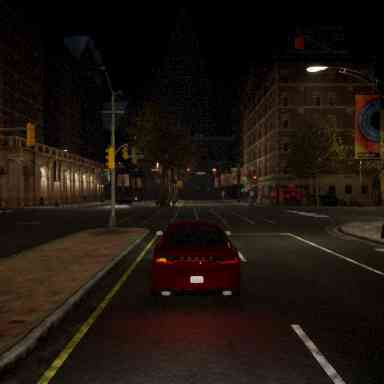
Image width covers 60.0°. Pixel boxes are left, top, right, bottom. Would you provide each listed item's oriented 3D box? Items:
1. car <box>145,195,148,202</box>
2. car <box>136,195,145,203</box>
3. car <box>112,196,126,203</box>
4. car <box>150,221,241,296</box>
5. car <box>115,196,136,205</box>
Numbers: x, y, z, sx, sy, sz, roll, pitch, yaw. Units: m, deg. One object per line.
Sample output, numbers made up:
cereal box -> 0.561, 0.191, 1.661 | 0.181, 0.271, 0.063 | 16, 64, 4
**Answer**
car -> -11.773, 1.477, 79.292 | 1.882, 1.535, 5.008 | 0, 0, 0
car -> -11.737, 1.540, 68.813 | 2.033, 1.411, 5.357 | 0, 0, 0
car -> -14.986, 1.594, 68.867 | 1.895, 1.301, 4.718 | 0, 0, 0
car -> 0.053, 1.478, 8.667 | 1.882, 1.535, 5.008 | 0, 0, -1
car -> -11.759, 1.601, 58.739 | 1.895, 1.301, 4.718 | 0, 0, 0
